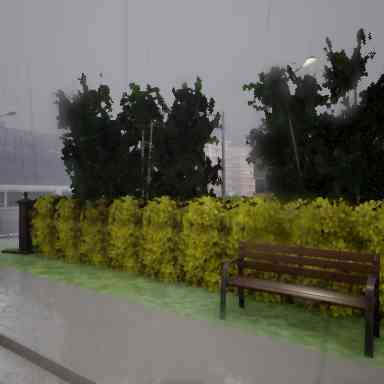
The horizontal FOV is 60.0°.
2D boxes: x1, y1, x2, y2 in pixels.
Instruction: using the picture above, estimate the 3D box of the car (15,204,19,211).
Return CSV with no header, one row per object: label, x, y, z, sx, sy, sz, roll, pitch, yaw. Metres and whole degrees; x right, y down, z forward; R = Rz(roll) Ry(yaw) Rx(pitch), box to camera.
car,-18.139,1.474,38.933,1.812,1.442,4.674,0,0,35
